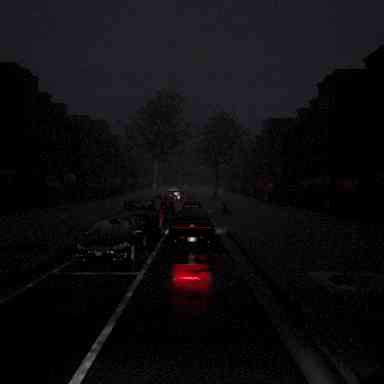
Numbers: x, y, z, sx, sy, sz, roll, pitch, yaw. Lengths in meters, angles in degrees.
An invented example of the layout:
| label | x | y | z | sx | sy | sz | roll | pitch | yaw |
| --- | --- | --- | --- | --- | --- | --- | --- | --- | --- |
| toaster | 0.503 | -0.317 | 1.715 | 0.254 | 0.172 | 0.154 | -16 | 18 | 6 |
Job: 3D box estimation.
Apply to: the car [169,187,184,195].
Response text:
| label | x | y | z | sx | sy | sz | roll | pitch | yaw |
| --- | --- | --- | --- | --- | --- | --- | --- | --- | --- |
| car | -2.980 | 0.514 | 54.802 | 2.150 | 2.045 | 5.566 | 0 | 1 | 0 |

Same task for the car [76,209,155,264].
| label | x | y | z | sx | sy | sz | roll | pitch | yaw |
| --- | --- | --- | --- | --- | --- | --- | --- | --- | --- |
| car | -2.653 | 1.526 | 11.624 | 2.008 | 1.369 | 4.403 | -1 | 0 | 0 |

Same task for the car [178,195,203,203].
| label | x | y | z | sx | sy | sz | roll | pitch | yaw |
| --- | --- | --- | --- | --- | --- | --- | --- | --- | --- |
| car | 0.001 | 1.324 | 29.646 | 1.837 | 1.490 | 4.892 | 0 | 1 | 0 |

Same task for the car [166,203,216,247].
| label | x | y | z | sx | sy | sz | roll | pitch | yaw |
| --- | --- | --- | --- | --- | --- | --- | --- | --- | --- |
| car | 0.000 | 1.476 | 14.650 | 1.837 | 1.490 | 4.892 | 0 | 0 | 0 |

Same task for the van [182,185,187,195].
| label | x | y | z | sx | sy | sz | roll | pitch | yaw |
| --- | --- | --- | --- | --- | --- | --- | --- | --- | --- |
| van | -2.630 | -0.043 | 78.158 | 1.690 | 1.788 | 3.998 | 0 | 2 | 0 |

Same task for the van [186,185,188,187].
| label | x | y | z | sx | sy | sz | roll | pitch | yaw |
| --- | --- | --- | --- | --- | --- | --- | --- | --- | --- |
| van | -2.625 | -0.440 | 89.242 | 1.690 | 1.788 | 3.998 | 1 | 2 | 0 |

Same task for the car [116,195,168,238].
| label | x | y | z | sx | sy | sz | roll | pitch | yaw |
| --- | --- | --- | --- | --- | --- | --- | --- | --- | --- |
| car | -2.655 | 1.258 | 17.175 | 2.192 | 1.841 | 5.009 | -1 | 0 | 0 |

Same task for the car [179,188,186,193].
| label | x | y | z | sx | sy | sz | roll | pitch | yaw |
| --- | --- | --- | --- | --- | --- | --- | --- | --- | --- |
| car | -2.626 | -0.433 | 94.791 | 1.947 | 1.339 | 4.313 | 1 | 2 | 0 |

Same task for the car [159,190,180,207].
| label | x | y | z | sx | sy | sz | roll | pitch | yaw |
| --- | --- | --- | --- | --- | --- | --- | --- | --- | --- |
| car | -2.647 | 1.057 | 33.810 | 2.192 | 1.841 | 5.009 | -1 | 1 | 0 |
